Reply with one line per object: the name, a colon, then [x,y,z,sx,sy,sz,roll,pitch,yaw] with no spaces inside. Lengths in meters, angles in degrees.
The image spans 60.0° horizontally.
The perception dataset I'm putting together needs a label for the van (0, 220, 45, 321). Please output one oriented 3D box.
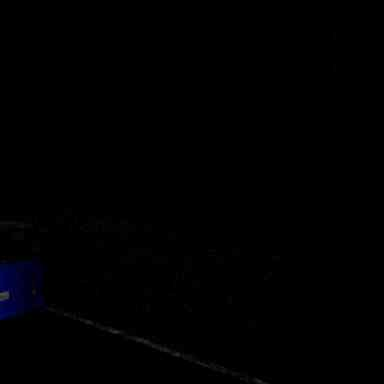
van: [-4.405,1.357,6.105,3.998,1.788,1.690,0,0,35]
